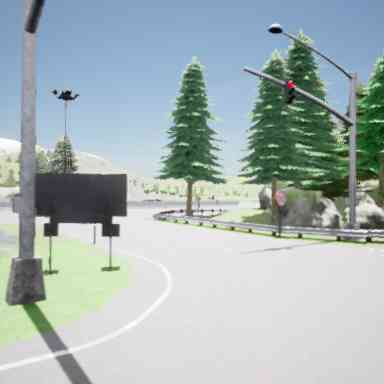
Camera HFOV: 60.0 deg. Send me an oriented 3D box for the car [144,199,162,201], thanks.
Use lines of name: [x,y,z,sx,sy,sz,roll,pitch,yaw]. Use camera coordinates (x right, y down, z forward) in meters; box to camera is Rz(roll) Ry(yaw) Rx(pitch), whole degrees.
car: [-8.471,2.106,73.463,4.718,1.301,1.895,1,-1,-35]

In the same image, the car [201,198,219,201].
car: [4.435,2.177,82.656,5.008,1.535,1.882,1,-1,-35]
